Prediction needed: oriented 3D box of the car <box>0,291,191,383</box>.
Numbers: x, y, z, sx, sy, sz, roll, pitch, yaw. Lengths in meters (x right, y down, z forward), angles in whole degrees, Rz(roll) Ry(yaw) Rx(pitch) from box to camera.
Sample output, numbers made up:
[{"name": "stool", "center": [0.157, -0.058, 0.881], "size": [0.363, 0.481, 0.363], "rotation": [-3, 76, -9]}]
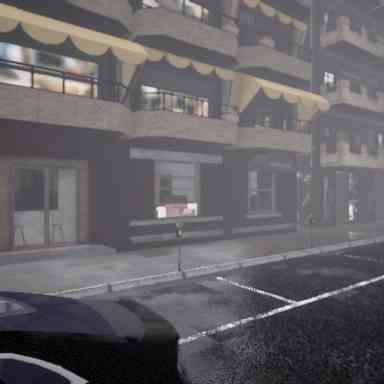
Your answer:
[{"name": "car", "center": [-2.264, 1.495, 1.761], "size": [4.902, 1.511, 2.128], "rotation": [0, 0, -36]}]
